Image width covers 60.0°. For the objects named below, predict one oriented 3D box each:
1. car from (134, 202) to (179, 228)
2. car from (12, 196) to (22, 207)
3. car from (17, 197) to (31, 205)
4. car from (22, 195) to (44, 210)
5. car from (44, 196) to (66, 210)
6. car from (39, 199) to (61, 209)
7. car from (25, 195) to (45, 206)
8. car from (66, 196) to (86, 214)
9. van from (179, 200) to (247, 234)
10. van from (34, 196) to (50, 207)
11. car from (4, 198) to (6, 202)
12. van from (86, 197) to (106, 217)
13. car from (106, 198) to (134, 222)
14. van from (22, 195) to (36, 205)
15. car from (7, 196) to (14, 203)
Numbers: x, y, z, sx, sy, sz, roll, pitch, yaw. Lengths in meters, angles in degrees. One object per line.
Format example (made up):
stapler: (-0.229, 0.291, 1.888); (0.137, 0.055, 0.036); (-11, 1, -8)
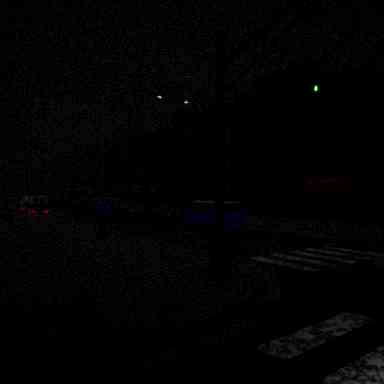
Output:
car: (-1.988, 1.488, 23.013); (1.967, 1.590, 4.097); (0, 0, -36)
car: (-27.104, 1.772, 53.425); (1.895, 1.301, 4.718); (0, 0, -36)
car: (-34.162, 1.749, 67.526); (1.752, 1.417, 4.829); (0, 0, -36)
car: (-21.246, 1.490, 45.325); (2.097, 1.767, 4.553); (0, 0, -36)
car: (-18.026, 1.449, 45.201); (2.192, 1.841, 5.009); (0, 0, -36)
car: (-21.233, 1.703, 49.638); (2.008, 1.369, 4.403); (0, 0, -36)
car: (-27.648, 1.503, 58.513); (2.192, 1.841, 5.009); (0, 0, -36)
car: (-11.611, 1.413, 36.323); (2.192, 1.841, 5.009); (0, 0, -36)
van: (1.219, 1.374, 18.576); (1.690, 1.788, 3.998); (0, 0, -36)
van: (-24.441, 1.511, 54.076); (1.690, 1.788, 3.998); (0, 0, -36)
car: (-43.785, 1.802, 80.839); (1.752, 1.417, 4.829); (0, 0, -36)
van: (-8.403, 1.422, 31.888); (1.690, 1.788, 3.998); (0, 0, -36)
car: (-5.195, 1.504, 27.451); (1.967, 1.590, 4.097); (0, 0, -36)
van: (-30.856, 1.547, 62.951); (1.690, 1.788, 3.998); (0, 0, -36)
car: (-40.478, 1.699, 76.264); (1.967, 1.590, 4.097); (0, 0, -36)
